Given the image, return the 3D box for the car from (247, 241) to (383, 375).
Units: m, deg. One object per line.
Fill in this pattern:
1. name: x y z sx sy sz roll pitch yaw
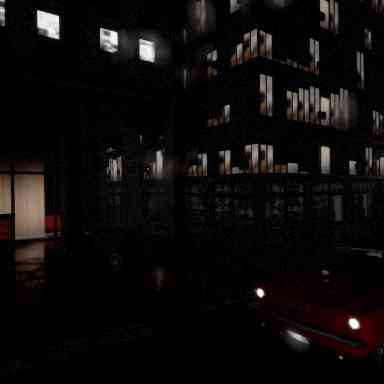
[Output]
1. car: 3.185 1.601 5.679 4.718 1.301 1.895 0 0 -36
